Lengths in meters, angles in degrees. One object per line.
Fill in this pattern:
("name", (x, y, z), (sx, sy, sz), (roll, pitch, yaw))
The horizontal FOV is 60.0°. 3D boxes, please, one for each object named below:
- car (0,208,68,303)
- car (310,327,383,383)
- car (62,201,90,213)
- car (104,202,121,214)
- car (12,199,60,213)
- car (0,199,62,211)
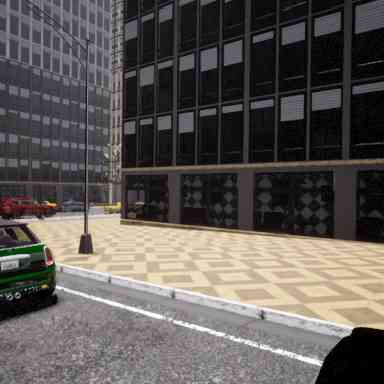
("car", (-5.033, 1.348, 7.283), (4.553, 1.767, 2.097), (0, 0, 36))
("car", (2.966, 1.601, 1.565), (4.718, 1.301, 1.895), (0, 0, 36))
("car", (-14.565, 1.748, 40.423), (1.994, 1.385, 4.181), (1, 0, 37))
("car", (-8.150, 1.829, 39.372), (1.752, 1.417, 4.829), (1, 0, 37))
("car", (-18.444, 1.641, 39.553), (1.752, 1.417, 4.829), (1, 0, 37))
("car", (-14.963, 1.518, 30.172), (2.192, 1.841, 5.009), (1, 0, 37))
